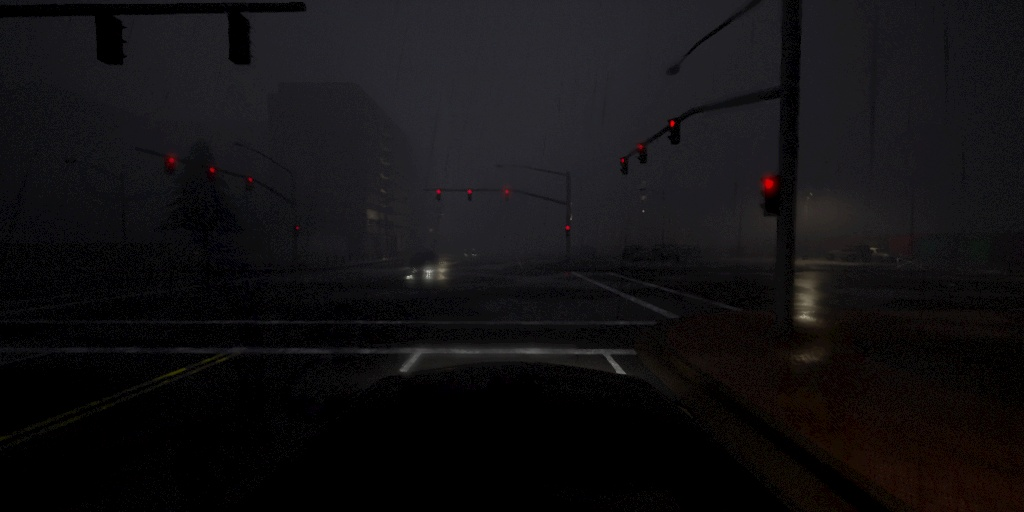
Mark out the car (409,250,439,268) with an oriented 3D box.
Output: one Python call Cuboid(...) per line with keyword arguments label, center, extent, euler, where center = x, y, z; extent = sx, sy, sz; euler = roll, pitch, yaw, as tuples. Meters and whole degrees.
Cuboid(label="car", center=(-7.877, 0.248, 32.421), extent=(1.882, 1.535, 5.008), euler=(0, 3, -1))
